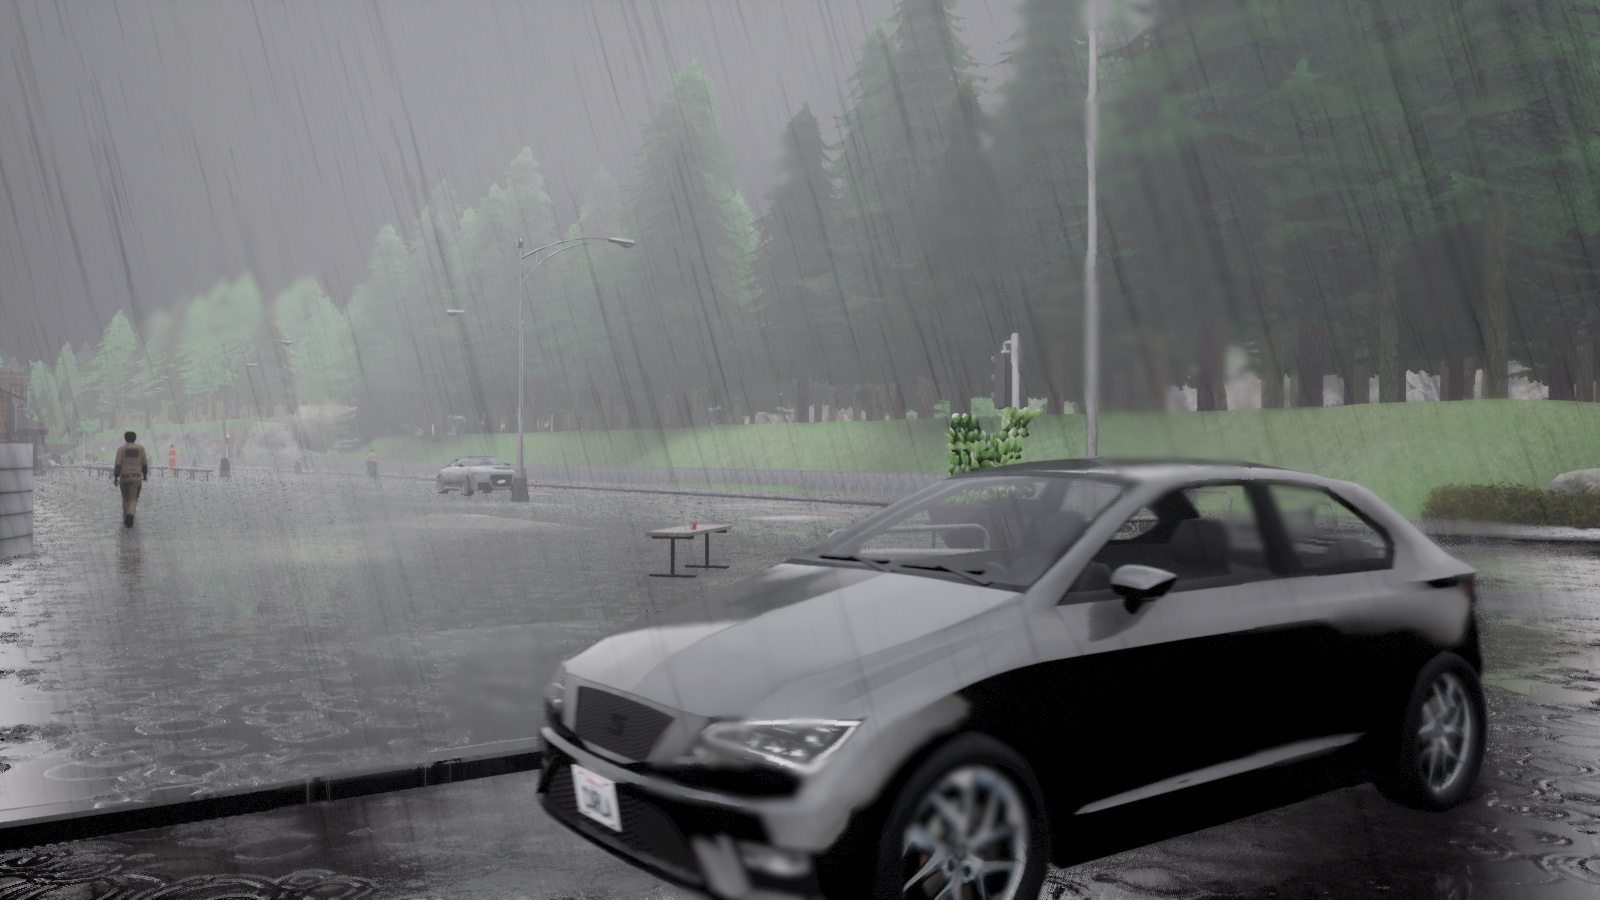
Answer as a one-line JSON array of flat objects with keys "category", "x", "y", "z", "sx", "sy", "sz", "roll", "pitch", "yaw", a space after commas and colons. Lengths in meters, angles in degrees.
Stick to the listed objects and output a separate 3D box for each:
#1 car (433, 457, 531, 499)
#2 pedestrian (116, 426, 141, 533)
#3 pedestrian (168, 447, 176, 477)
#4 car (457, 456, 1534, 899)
[{"category": "car", "x": -11.216, "y": 0.940, "z": 44.156, "sx": 1.994, "sy": 1.385, "sz": 4.181, "roll": 0, "pitch": 0, "yaw": -35}, {"category": "pedestrian", "x": -12.393, "y": 0.538, "z": 23.183, "sx": 0.396, "sy": 1.930, "sz": 0.692, "roll": 0, "pitch": 0, "yaw": -26}, {"category": "pedestrian", "x": -37.695, "y": 0.719, "z": 75.405, "sx": 0.345, "sy": 1.836, "sz": 0.594, "roll": 0, "pitch": 0, "yaw": -34}, {"category": "car", "x": 0.997, "y": 0.769, "z": 5.014, "sx": 4.193, "sy": 1.474, "sz": 1.816, "roll": 0, "pitch": 0, "yaw": -36}]
